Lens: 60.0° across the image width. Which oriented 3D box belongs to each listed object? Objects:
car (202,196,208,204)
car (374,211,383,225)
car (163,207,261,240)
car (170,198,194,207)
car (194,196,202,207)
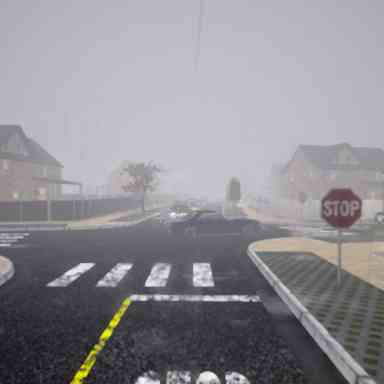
[{"bbox_3d":[2.103,1.531,66.284,2.033,1.411,5.357,0,0,9],"label":"car"},{"bbox_3d":[15.323,1.652,23.603,4.902,1.511,2.128,1,0,-15],"label":"car"},{"bbox_3d":[1.014,1.599,16.710,4.718,1.301,1.895,0,0,-15],"label":"car"},{"bbox_3d":[-1.249,1.553,37.350,1.994,1.385,4.181,0,0,5],"label":"car"},{"bbox_3d":[-0.096,1.534,49.546,2.033,1.411,5.357,0,0,6],"label":"car"}]
